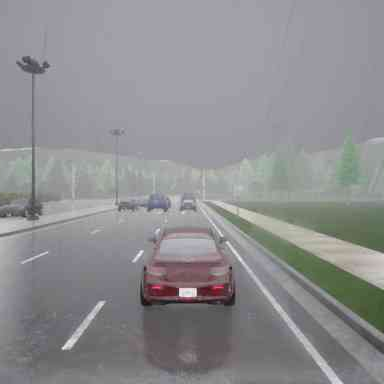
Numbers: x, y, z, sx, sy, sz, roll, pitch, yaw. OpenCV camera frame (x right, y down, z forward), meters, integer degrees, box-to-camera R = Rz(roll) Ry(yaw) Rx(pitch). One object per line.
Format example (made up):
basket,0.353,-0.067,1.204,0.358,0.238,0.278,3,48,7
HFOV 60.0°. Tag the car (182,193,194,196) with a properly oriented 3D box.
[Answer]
car,-0.561,1.221,49.341,2.150,2.045,5.566,0,0,-1

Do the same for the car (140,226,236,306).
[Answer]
car,-0.094,1.526,7.899,1.812,1.442,4.674,0,0,-1

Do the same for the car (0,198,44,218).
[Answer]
car,-15.341,1.352,30.153,2.097,1.767,4.553,0,0,-1

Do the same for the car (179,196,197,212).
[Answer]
car,-0.441,1.526,39.275,1.812,1.442,4.674,0,0,-1

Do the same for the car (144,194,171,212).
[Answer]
car,-3.937,1.221,38.902,2.150,2.045,5.566,0,0,-1

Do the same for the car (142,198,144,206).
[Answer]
car,-7.561,1.564,49.478,1.994,1.385,4.181,0,0,-1

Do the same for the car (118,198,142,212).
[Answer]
car,-7.440,1.505,39.129,1.837,1.490,4.892,0,0,-1
